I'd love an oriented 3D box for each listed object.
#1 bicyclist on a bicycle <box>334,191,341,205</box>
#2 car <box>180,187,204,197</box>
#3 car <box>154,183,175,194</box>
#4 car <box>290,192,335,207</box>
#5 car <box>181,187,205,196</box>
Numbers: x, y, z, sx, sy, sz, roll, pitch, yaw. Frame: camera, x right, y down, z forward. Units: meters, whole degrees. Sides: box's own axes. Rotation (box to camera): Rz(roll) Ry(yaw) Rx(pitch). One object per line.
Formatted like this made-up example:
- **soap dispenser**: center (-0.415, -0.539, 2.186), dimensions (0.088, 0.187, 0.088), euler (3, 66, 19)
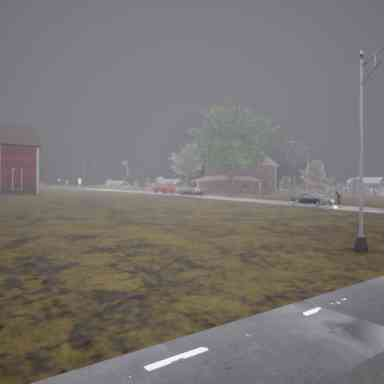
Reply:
- **bicyclist on a bicycle**: center (17.408, 0.721, 39.799), dimensions (1.656, 1.620, 0.582), euler (0, 2, -36)
- **car**: center (0.002, 0.064, 53.884), dimensions (1.895, 1.301, 4.718), euler (0, 2, -35)
- **car**: center (-5.553, -0.768, 66.480), dimensions (2.150, 2.045, 5.566), euler (0, 2, -36)
- **car**: center (12.922, 0.757, 35.783), dimensions (2.128, 1.511, 4.902), euler (0, 2, -36)
- **car**: center (0.134, -0.136, 58.631), dimensions (1.812, 1.442, 4.674), euler (0, 2, -35)
